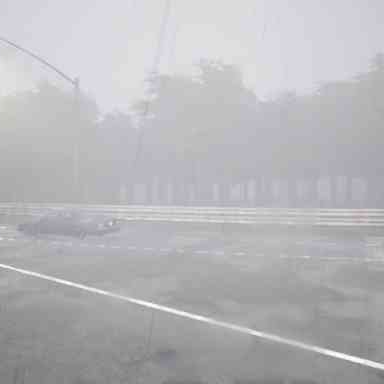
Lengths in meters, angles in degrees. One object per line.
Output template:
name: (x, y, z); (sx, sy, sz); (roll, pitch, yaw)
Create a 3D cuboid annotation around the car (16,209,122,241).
car: (-6.223, 1.563, 16.760); (5.357, 1.411, 2.033); (0, 0, 21)
